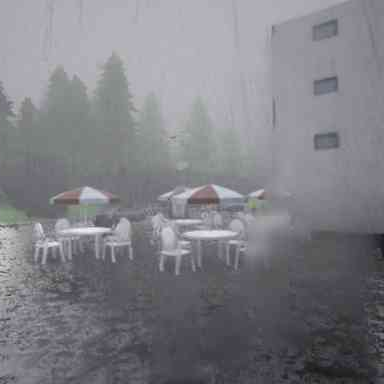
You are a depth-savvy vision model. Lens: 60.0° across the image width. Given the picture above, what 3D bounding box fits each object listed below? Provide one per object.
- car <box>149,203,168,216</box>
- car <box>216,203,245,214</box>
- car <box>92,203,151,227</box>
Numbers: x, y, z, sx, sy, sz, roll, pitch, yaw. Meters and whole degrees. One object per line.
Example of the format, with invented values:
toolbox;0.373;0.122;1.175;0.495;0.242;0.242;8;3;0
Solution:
car;-4.404;1.839;34.158;1.994;1.385;4.181;-1;0;35
car;4.611;1.753;39.590;1.812;1.442;4.674;-1;0;35
car;-5.497;1.789;25.369;1.994;1.385;4.181;-1;0;35
